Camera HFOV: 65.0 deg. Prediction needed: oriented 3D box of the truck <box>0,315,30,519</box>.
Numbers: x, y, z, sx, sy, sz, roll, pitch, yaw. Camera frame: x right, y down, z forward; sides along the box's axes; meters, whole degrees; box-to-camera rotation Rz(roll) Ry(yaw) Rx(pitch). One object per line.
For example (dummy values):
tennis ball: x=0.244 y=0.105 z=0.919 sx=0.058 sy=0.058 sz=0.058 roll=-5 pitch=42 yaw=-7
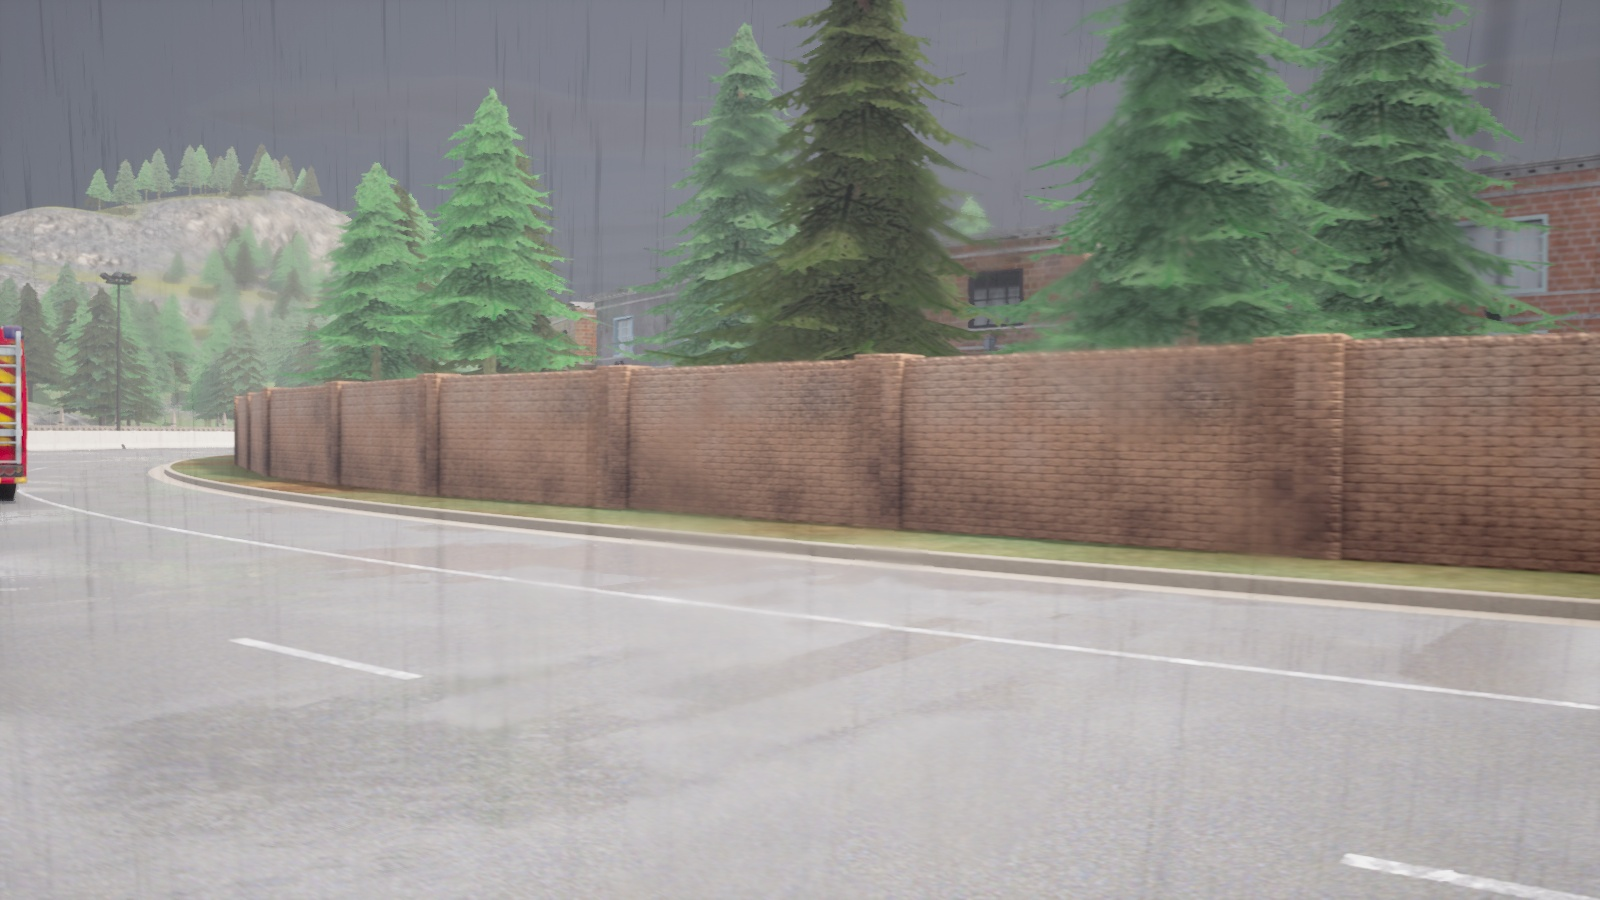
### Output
truck: x=-18.420 y=-0.625 z=26.413 sx=2.891 sy=3.827 sz=8.468 roll=-1 pitch=1 yaw=-37
